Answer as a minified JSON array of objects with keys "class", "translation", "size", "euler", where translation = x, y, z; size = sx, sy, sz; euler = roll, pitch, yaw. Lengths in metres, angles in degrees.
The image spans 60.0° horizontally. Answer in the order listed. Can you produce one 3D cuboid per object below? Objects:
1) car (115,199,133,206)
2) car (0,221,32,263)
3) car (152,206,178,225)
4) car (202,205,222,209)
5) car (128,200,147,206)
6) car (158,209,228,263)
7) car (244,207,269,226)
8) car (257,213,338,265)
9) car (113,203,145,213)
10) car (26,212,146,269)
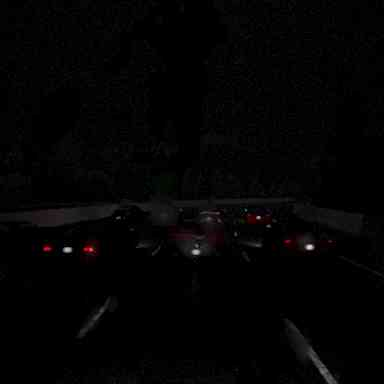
[{"class":"car","translation":[-15.179,2.313,74.819],"size":[1.812,1.442,4.674],"euler":[0,-1,20]},{"class":"car","translation":[-6.726,1.735,12.580],"size":[1.895,1.301,4.718],"euler":[0,-1,4]},{"class":"car","translation":[-1.822,1.850,26.982],"size":[1.994,1.385,4.181],"euler":[0,-1,9]},{"class":"car","translation":[1.644,1.773,26.503],"size":[2.128,1.511,4.902],"euler":[0,0,8]},{"class":"car","translation":[-11.969,2.369,73.412],"size":[1.895,1.301,4.718],"euler":[0,-1,20]},{"class":"car","translation":[0.289,1.626,12.504],"size":[2.128,1.511,4.902],"euler":[0,0,4]},{"class":"car","translation":[5.114,1.840,26.042],"size":[1.994,1.385,4.181],"euler":[0,-1,9]},{"class":"car","translation":[3.783,1.696,12.292],"size":[1.994,1.385,4.181],"euler":[0,-1,4]},{"class":"car","translation":[-5.243,1.819,27.753],"size":[1.812,1.442,4.674],"euler":[0,0,9]},{"class":"car","translation":[-3.287,1.672,11.687],"size":[2.033,1.411,5.357],"euler":[0,-1,4]}]
